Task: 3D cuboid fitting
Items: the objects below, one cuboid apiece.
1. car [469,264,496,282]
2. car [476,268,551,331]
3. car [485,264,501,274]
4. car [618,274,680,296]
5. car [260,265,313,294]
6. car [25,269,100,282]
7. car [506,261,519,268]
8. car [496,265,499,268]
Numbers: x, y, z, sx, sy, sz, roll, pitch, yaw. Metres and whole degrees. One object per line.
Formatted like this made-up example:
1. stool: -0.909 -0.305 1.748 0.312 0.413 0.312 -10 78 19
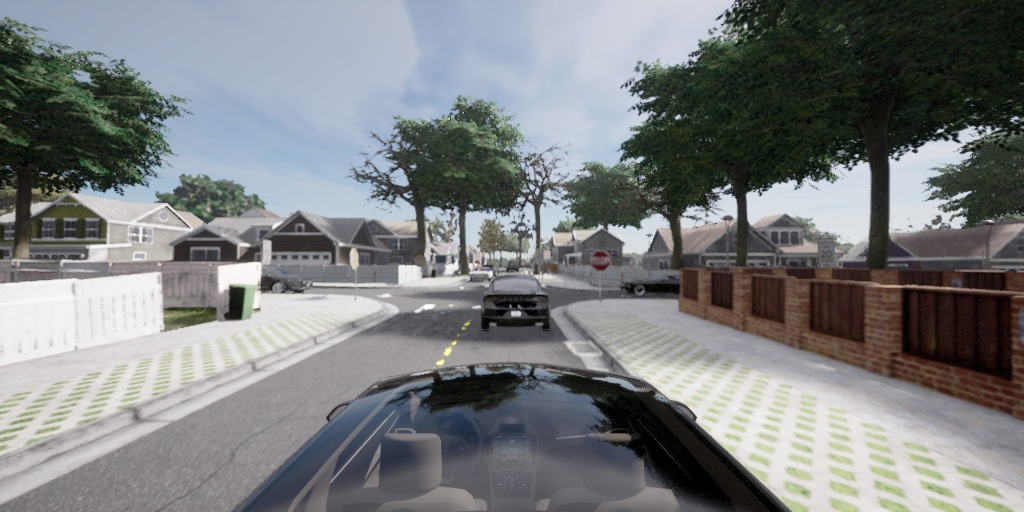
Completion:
1. car: -2.849 1.707 33.646 1.895 1.301 4.718 0 -1 0
2. car: 0.099 1.317 11.448 1.882 1.535 5.008 0 -1 0
3. car: -2.841 2.010 54.531 2.033 1.411 5.357 0 -1 0
4. car: 9.017 1.744 21.874 4.718 1.301 1.895 1 -2 -1
5. car: -12.946 1.212 18.584 4.892 1.490 1.837 1 -2 2
6. car: -24.059 1.081 18.524 4.674 1.442 1.812 1 -2 -1
7. car: 0.098 1.870 63.810 2.150 2.045 5.566 0 -1 0
8. car: -2.843 1.774 44.017 1.837 1.490 4.892 0 -1 0
